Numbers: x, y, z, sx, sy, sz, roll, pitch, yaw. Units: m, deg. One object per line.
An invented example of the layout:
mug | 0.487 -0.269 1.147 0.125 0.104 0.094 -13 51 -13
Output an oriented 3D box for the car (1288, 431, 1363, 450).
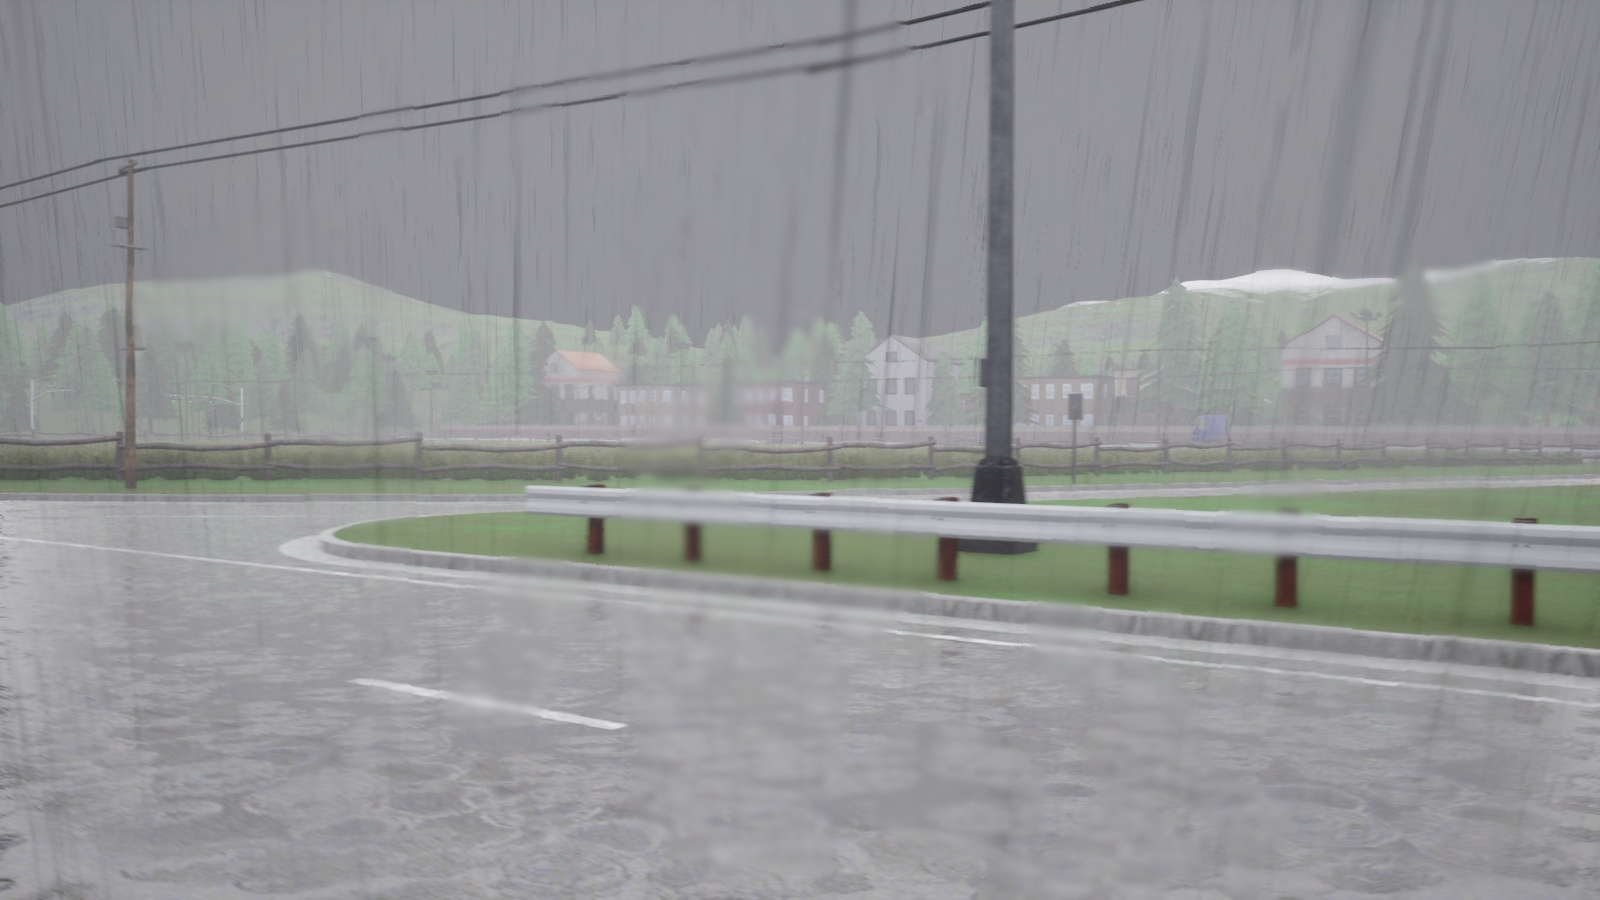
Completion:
car | 37.667 -0.680 90.075 4.718 1.301 1.895 0 1 34
